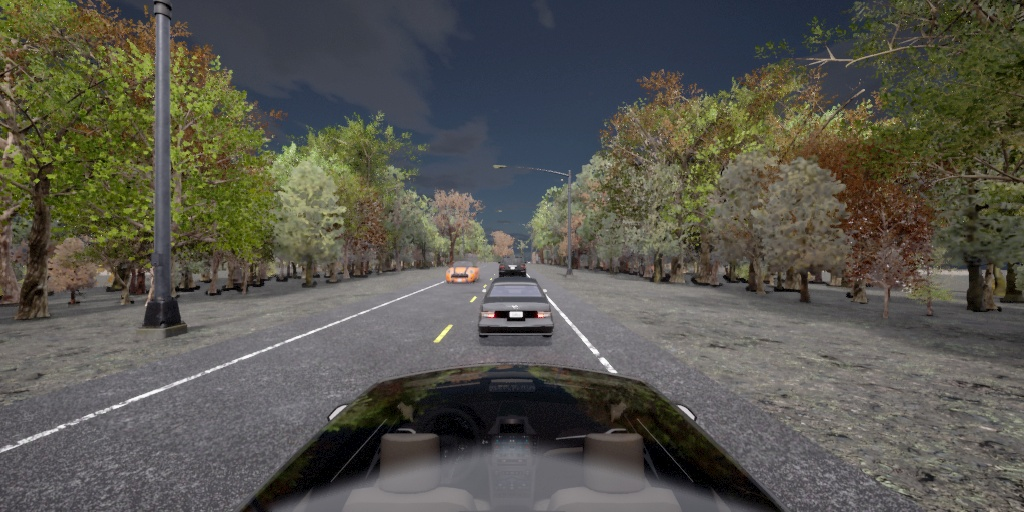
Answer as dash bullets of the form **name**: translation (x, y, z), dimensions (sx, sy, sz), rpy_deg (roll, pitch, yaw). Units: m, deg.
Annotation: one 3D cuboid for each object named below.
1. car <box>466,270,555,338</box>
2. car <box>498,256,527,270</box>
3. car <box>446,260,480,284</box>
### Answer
- **car**: translation (0.082, 1.302, 10.203), dimensions (2.033, 1.411, 5.357), rpy_deg (0, 0, 0)
- **car**: translation (0.042, 0.987, 29.292), dimensions (2.150, 2.045, 5.566), rpy_deg (0, 0, 0)
- **car**: translation (-3.653, 1.116, 27.263), dimensions (2.097, 1.767, 4.553), rpy_deg (0, 0, 0)
